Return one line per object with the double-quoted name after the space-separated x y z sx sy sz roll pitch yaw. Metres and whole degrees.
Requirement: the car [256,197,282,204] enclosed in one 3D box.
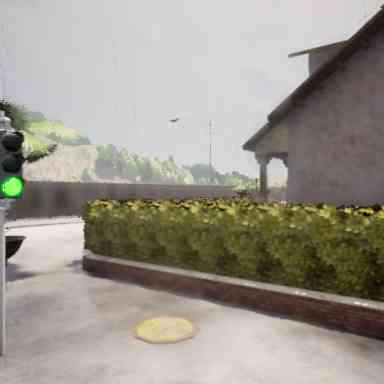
8.779 1.383 38.357 2.097 1.767 4.553 0 0 36 "car"
